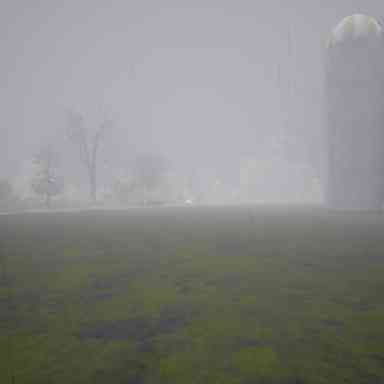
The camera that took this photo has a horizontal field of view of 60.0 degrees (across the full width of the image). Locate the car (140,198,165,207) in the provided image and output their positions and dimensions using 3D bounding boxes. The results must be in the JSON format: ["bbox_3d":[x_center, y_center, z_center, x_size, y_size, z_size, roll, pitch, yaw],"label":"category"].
[{"bbox_3d":[-6.647,1.751,56.316,2.128,1.511,4.902,1,0,36],"label":"car"}]

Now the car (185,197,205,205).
[{"bbox_3d":[0.645,1.820,66.540,1.882,1.535,5.008,1,0,36],"label":"car"}]
